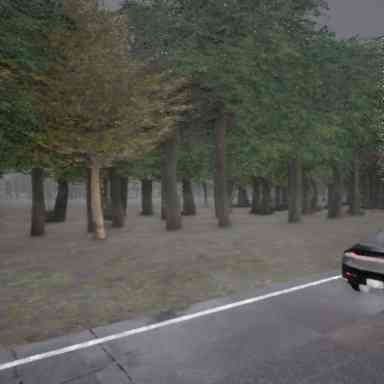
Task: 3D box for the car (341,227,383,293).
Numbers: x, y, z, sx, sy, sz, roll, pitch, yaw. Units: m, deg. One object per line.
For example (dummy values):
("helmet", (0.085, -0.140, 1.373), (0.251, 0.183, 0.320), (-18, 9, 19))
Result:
("car", (5.364, 1.484, 7.571), (4.902, 1.511, 2.128), (0, 0, -36))
